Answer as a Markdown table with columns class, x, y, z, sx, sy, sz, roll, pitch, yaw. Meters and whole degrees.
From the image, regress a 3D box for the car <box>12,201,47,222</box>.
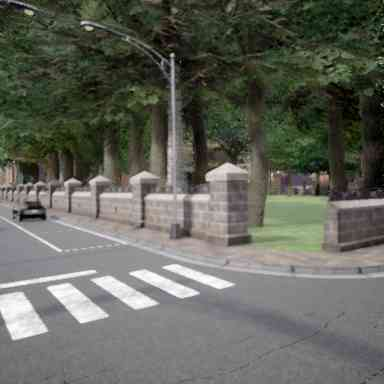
| class | x | y | z | sx | sy | sz | roll | pitch | yaw |
| --- | --- | --- | --- | --- | --- | --- | --- | --- | --- |
| car | -11.658 | 1.303 | 23.797 | 1.947 | 1.339 | 4.313 | -1 | 1 | -36 |
